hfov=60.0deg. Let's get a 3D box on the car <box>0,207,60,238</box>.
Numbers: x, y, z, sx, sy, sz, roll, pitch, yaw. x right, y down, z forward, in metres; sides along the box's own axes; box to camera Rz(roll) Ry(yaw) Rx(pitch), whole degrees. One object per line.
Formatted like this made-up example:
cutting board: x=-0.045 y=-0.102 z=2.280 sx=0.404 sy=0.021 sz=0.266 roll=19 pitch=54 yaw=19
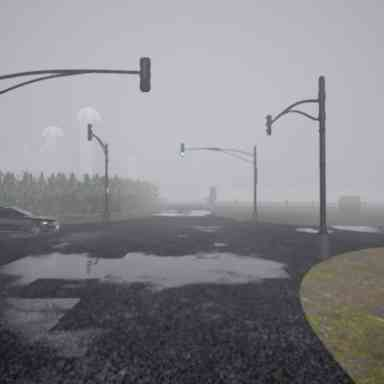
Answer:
car: x=-9.053 y=1.468 z=16.544 sx=4.674 sy=1.442 sz=1.812 roll=0 pitch=-1 yaw=-3
